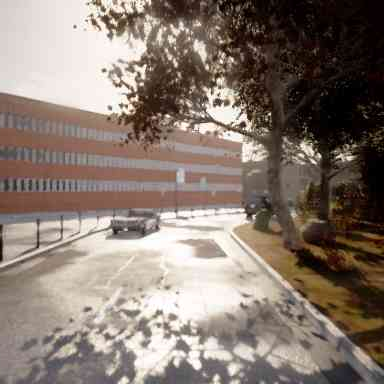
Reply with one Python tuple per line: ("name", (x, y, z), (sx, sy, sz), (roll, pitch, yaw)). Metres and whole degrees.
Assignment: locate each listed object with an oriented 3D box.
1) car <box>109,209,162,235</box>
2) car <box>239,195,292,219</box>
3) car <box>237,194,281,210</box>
("car", (-3.196, 1.676, 19.643), (1.895, 1.301, 4.718), (0, 0, 8))
("car", (6.944, 1.354, 30.922), (2.150, 2.045, 5.566), (0, 0, 39))
("car", (9.347, 1.376, 46.465), (5.566, 2.045, 2.435), (0, 0, 38))
